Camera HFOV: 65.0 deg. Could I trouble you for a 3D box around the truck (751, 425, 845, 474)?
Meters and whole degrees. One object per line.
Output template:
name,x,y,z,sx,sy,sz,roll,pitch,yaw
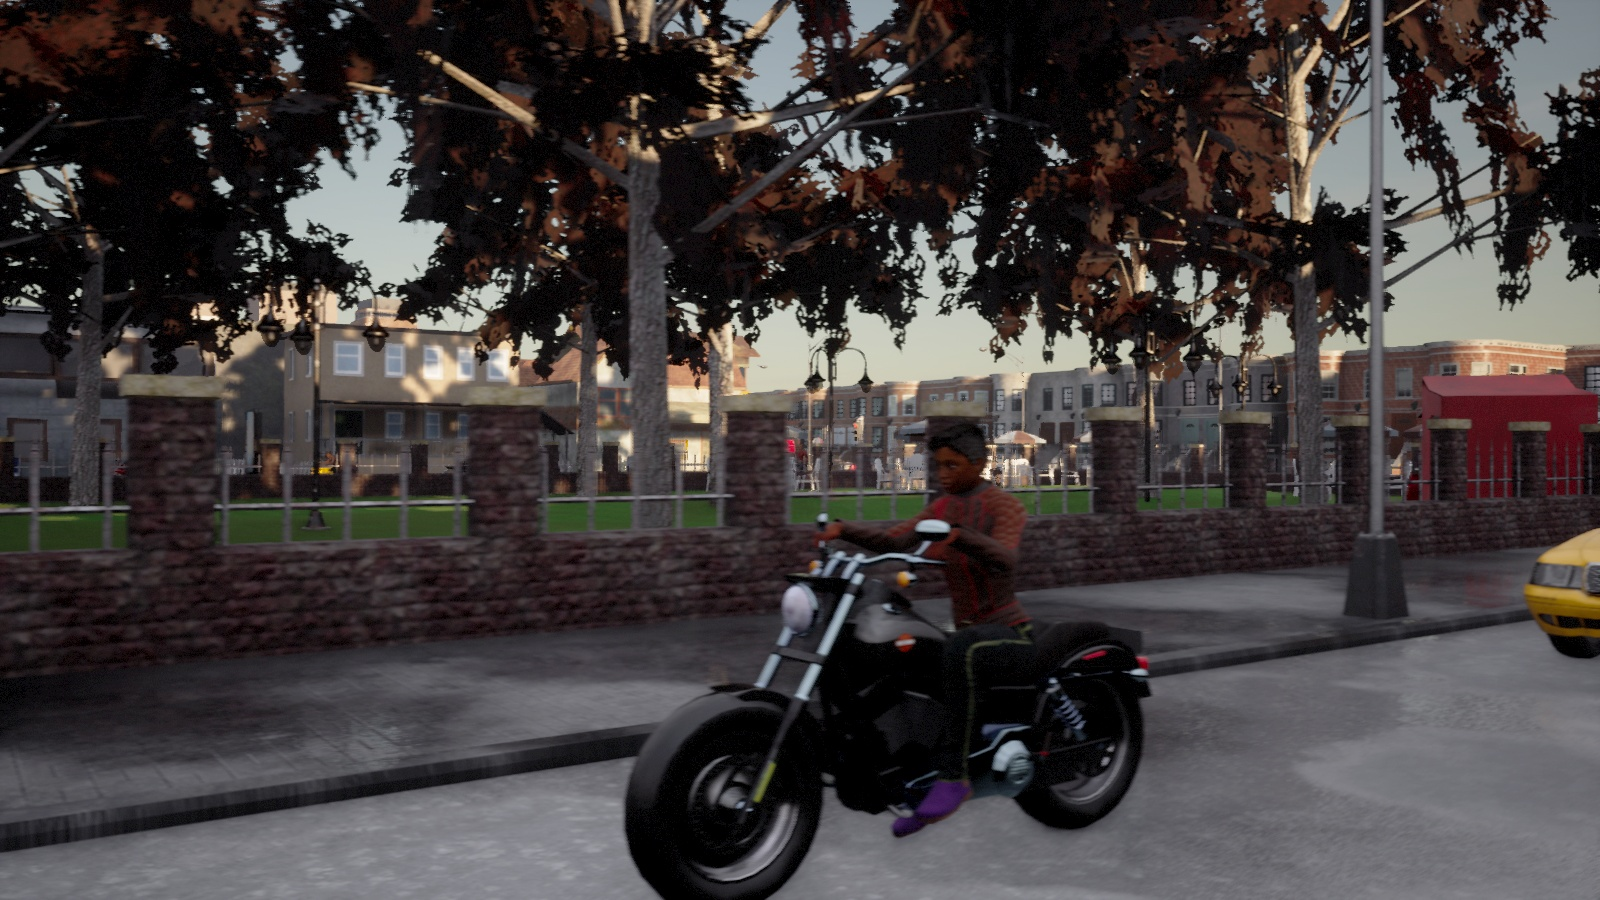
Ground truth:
truck,-0.209,-0.010,92.441,2.891,3.462,7.936,0,0,-35

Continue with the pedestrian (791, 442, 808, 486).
pedestrian,-0.014,0.585,53.074,0.636,1.846,0.331,0,0,-33

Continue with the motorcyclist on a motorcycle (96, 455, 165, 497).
motorcyclist on a motorcycle,-24.993,0.948,46.921,2.191,1.530,0.866,0,0,-35

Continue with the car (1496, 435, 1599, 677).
car,7.558,0.691,9.534,5.366,1.575,1.801,0,0,-35

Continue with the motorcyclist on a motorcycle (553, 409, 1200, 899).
motorcyclist on a motorcycle,0.368,0.706,4.525,2.350,1.649,0.766,0,0,-35
